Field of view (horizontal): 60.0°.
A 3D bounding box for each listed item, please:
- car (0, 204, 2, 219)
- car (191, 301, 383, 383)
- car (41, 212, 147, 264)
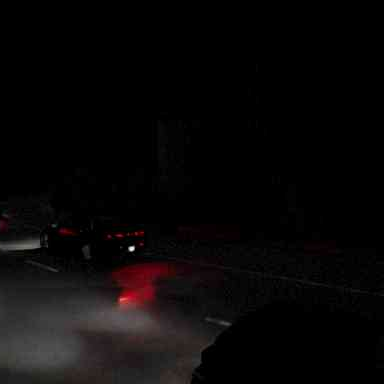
[{"bbox_3d":[-16.558,1.418,26.947,1.812,1.442,4.674,0,0,-34],"label":"car"},{"bbox_3d":[2.338,1.614,2.416,4.718,1.301,1.895,0,0,35],"label":"car"},{"bbox_3d":[-3.632,1.470,11.841,4.892,1.490,1.837,0,0,42],"label":"car"}]
